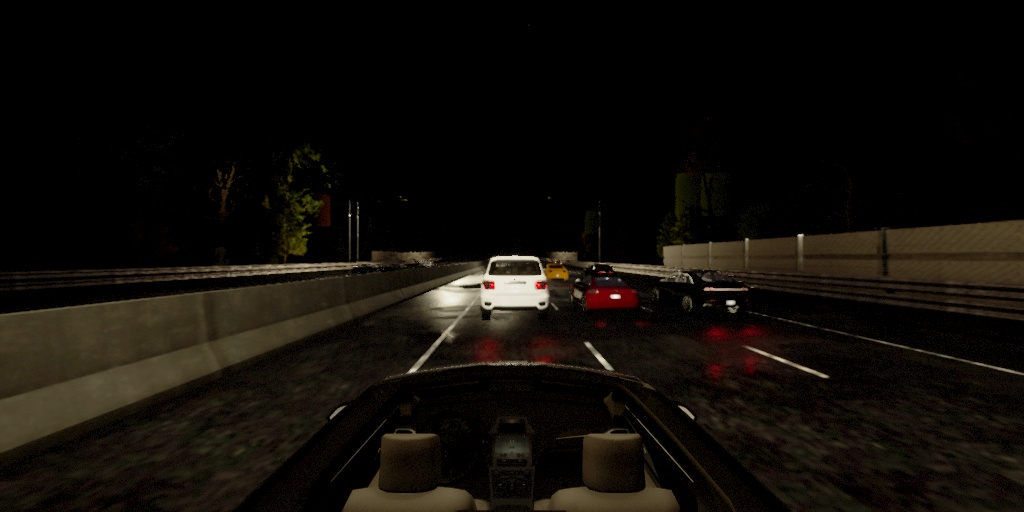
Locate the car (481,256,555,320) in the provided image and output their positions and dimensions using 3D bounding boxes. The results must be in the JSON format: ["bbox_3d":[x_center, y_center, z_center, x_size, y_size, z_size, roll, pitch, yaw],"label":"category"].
[{"bbox_3d":[0.088,1.038,13.139,2.150,2.045,5.566,0,-1,0],"label":"car"}]

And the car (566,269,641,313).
[{"bbox_3d":[3.591,1.389,14.426,1.994,1.385,4.181,0,0,0],"label":"car"}]

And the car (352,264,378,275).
[{"bbox_3d":[-17.583,1.594,43.397,1.895,1.301,4.718,0,0,0],"label":"car"}]

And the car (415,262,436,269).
[{"bbox_3d":[-10.583,1.489,44.346,2.128,1.511,4.902,0,0,0],"label":"car"}]

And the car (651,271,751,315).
[{"bbox_3d":[7.090,1.314,14.022,2.128,1.511,4.902,0,0,0],"label":"car"}]

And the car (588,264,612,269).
[{"bbox_3d":[7.096,1.416,29.381,1.837,1.490,4.892,0,0,0],"label":"car"}]

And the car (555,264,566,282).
[{"bbox_3d":[3.598,1.397,30.665,1.882,1.535,5.008,0,0,0],"label":"car"}]

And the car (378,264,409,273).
[{"bbox_3d":[-14.084,1.594,43.465,1.895,1.301,4.718,0,0,0],"label":"car"}]
